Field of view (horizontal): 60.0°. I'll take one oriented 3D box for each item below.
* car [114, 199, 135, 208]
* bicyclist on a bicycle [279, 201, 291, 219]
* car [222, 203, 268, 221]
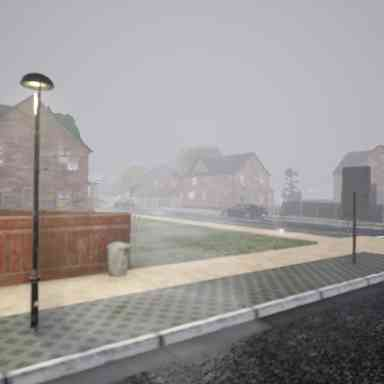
[{"bbox_3d":[-10.621,1.772,51.875,2.128,1.511,4.902,2,-1,-36],"label":"car"},{"bbox_3d":[8.500,1.620,30.426,1.656,1.620,0.582,1,-1,-36],"label":"bicyclist on a bicycle"},{"bbox_3d":[4.765,1.757,30.587,1.837,1.490,4.892,2,-1,-36],"label":"car"}]
